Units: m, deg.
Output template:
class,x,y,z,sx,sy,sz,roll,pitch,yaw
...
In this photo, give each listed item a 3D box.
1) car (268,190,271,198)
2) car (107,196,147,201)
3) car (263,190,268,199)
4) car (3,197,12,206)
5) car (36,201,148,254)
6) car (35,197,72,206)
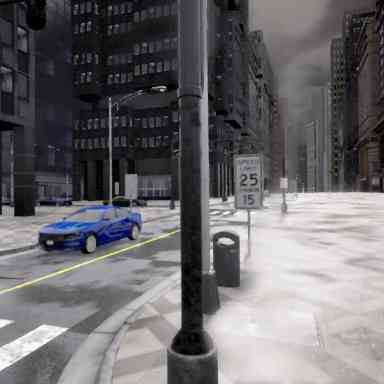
class,x,y,z,sx,sy,sz,roll,pitch,yaw
car,14.873,0.388,67.384,2.128,1.511,4.902,-1,0,19
car,-7.273,1.145,36.526,4.718,1.301,1.895,-1,0,19
car,11.234,0.621,56.950,1.994,1.385,4.181,-1,1,19
car,-27.449,1.318,46.832,4.181,1.385,1.994,0,0,20
car,-3.766,1.322,13.081,1.882,1.535,5.008,-1,1,19
car,-16.672,1.236,39.763,4.718,1.301,1.895,-1,0,19
